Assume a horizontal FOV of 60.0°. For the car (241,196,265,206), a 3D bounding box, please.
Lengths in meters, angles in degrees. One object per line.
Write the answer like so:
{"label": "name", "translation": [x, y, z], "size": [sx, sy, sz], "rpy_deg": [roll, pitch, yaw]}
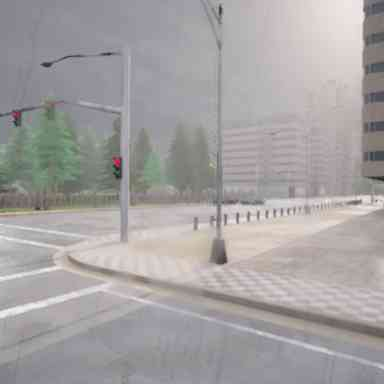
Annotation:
{"label": "car", "translation": [9.249, 1.335, 50.211], "size": [2.033, 1.411, 5.357], "rpy_deg": [1, 0, 36]}

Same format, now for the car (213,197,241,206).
{"label": "car", "translation": [5.109, 1.353, 50.473], "size": [1.895, 1.301, 4.718], "rpy_deg": [1, 0, 36]}
